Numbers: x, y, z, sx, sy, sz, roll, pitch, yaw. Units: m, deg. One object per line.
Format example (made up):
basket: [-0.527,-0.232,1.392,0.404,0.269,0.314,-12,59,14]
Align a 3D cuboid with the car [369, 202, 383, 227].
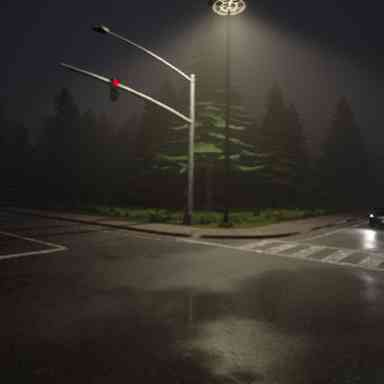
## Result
car: [11.884,1.299,19.600,1.812,1.442,4.674,2,1,41]
